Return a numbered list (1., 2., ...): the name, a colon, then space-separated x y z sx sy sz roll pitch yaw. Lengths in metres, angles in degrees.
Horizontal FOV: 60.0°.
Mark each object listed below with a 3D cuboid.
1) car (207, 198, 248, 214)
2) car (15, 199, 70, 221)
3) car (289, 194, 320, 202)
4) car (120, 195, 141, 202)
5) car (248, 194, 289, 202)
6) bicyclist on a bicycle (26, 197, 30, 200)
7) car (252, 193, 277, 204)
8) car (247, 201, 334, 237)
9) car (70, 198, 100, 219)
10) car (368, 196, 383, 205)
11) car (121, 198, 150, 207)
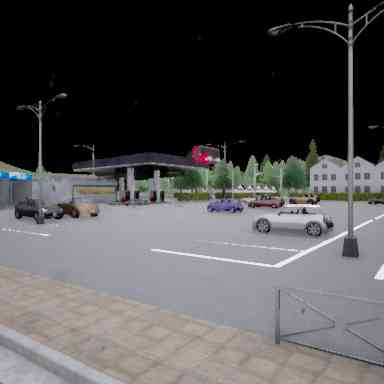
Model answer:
1. car: 3.224 1.318 33.027 3.633 1.501 1.845 0 0 36
2. car: -11.758 1.338 25.403 4.514 1.523 2.007 0 0 36
3. car: 17.049 1.096 50.731 4.605 1.855 1.932 0 0 36
4. car: -14.539 1.479 78.478 2.242 1.667 4.611 0 0 36
5. car: 9.141 1.296 41.080 4.514 1.523 2.007 0 0 36
6. bicyclist on a bicycle: -16.759 1.299 34.000 1.656 1.620 0.582 0 0 36
7. car: 12.624 1.076 58.019 3.866 1.878 1.905 0 0 36
8. car: 5.048 1.382 16.862 3.806 1.475 1.970 0 0 36
9. car: -9.953 1.329 27.969 5.027 1.636 2.152 0 0 36
10. car: 29.228 1.297 50.448 4.514 1.523 2.007 0 0 36
11. car: -8.489 1.572 51.757 1.994 1.385 4.181 0 0 36
